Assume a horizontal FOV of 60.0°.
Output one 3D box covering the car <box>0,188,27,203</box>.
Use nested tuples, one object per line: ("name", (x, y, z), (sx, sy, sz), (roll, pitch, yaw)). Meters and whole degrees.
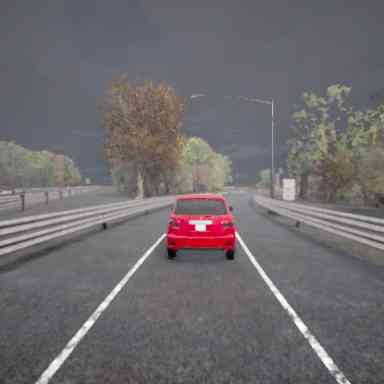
("car", (-21.724, 0.611, 39.770), (1.812, 1.442, 4.674), (0, 0, -12))

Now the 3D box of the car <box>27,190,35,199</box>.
("car", (-22.846, 0.526, 44.354), (1.837, 1.490, 4.892), (0, 1, -13))

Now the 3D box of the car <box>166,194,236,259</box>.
("car", (0.363, 1.097, 12.218), (2.150, 2.045, 5.566), (0, 0, 2))

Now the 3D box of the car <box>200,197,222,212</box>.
("car", (2.028, 1.213, 33.813), (1.994, 1.385, 4.181), (0, 1, 6))

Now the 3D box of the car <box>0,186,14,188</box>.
("car", (-34.022, -0.102, 61.341), (2.150, 2.045, 5.566), (0, 1, -13))
